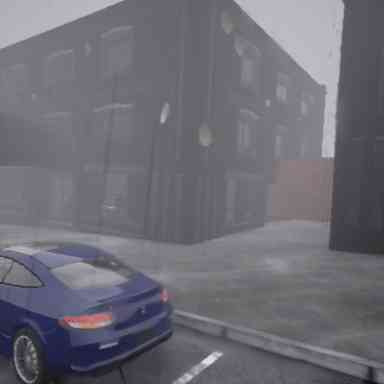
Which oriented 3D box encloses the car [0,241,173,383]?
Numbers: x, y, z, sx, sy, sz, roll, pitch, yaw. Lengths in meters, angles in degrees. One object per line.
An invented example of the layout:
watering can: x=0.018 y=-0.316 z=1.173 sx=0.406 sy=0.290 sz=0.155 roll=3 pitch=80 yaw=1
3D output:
car: x=-2.407 y=1.517 z=5.247 sx=4.674 sy=1.452 sz=2.002 roll=0 pitch=0 yaw=35
